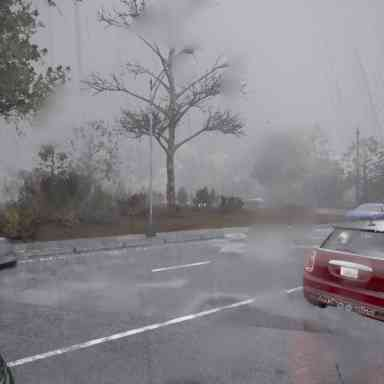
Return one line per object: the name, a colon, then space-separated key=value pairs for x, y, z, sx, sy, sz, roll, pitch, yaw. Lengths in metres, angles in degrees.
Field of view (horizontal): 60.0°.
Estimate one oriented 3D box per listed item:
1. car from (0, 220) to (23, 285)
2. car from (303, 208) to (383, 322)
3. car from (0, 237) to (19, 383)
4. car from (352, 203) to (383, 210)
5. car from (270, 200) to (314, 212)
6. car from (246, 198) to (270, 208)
car: x=-7.000 y=1.547 z=7.579 sx=5.357 sy=1.411 sz=2.033 roll=0 pitch=0 yaw=-36
car: x=4.358 y=1.352 z=6.724 sx=4.553 sy=1.767 sz=2.097 roll=0 pitch=0 yaw=-34
car: x=-3.697 y=1.221 z=1.075 sx=5.566 sy=2.045 sz=2.150 roll=0 pitch=0 yaw=-35
car: x=11.632 y=1.478 z=21.373 sx=5.008 sy=1.535 sz=1.882 roll=0 pitch=0 yaw=-42
car: x=11.721 y=1.608 z=38.530 sx=1.895 sy=1.301 sz=4.718 roll=0 pitch=0 yaw=-29
car: x=9.826 y=1.576 z=49.688 sx=1.812 sy=1.442 sz=4.674 roll=0 pitch=0 yaw=-26
